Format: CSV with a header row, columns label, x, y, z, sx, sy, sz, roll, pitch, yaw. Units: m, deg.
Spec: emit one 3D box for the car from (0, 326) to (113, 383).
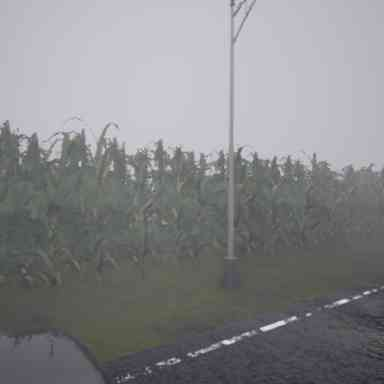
label,x,y,z,sx,sy,sz,roll,pitch,yaw
car,-2.875,1.528,1.238,5.357,1.411,2.033,1,-1,-36
